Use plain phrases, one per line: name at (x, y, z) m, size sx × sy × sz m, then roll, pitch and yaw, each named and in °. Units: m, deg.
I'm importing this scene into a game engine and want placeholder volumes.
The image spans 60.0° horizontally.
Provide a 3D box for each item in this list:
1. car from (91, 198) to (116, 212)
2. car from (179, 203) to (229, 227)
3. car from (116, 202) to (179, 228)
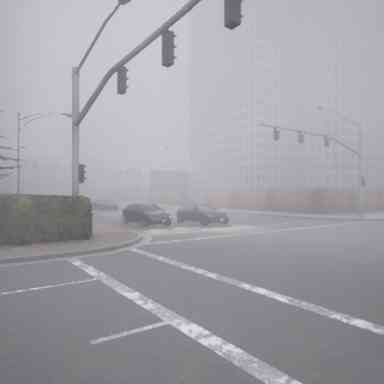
car at (-10.145, 1.473, 38.484) m, size 1.882 × 1.535 × 5.008 m, roll 0°, pitch 0°, yaw -35°
car at (0.600, 1.521, 23.232) m, size 1.812 × 1.442 × 4.674 m, roll 0°, pitch 0°, yaw -35°
car at (-3.145, 1.500, 22.442) m, size 1.837 × 1.490 × 4.892 m, roll 0°, pitch 0°, yaw -35°
